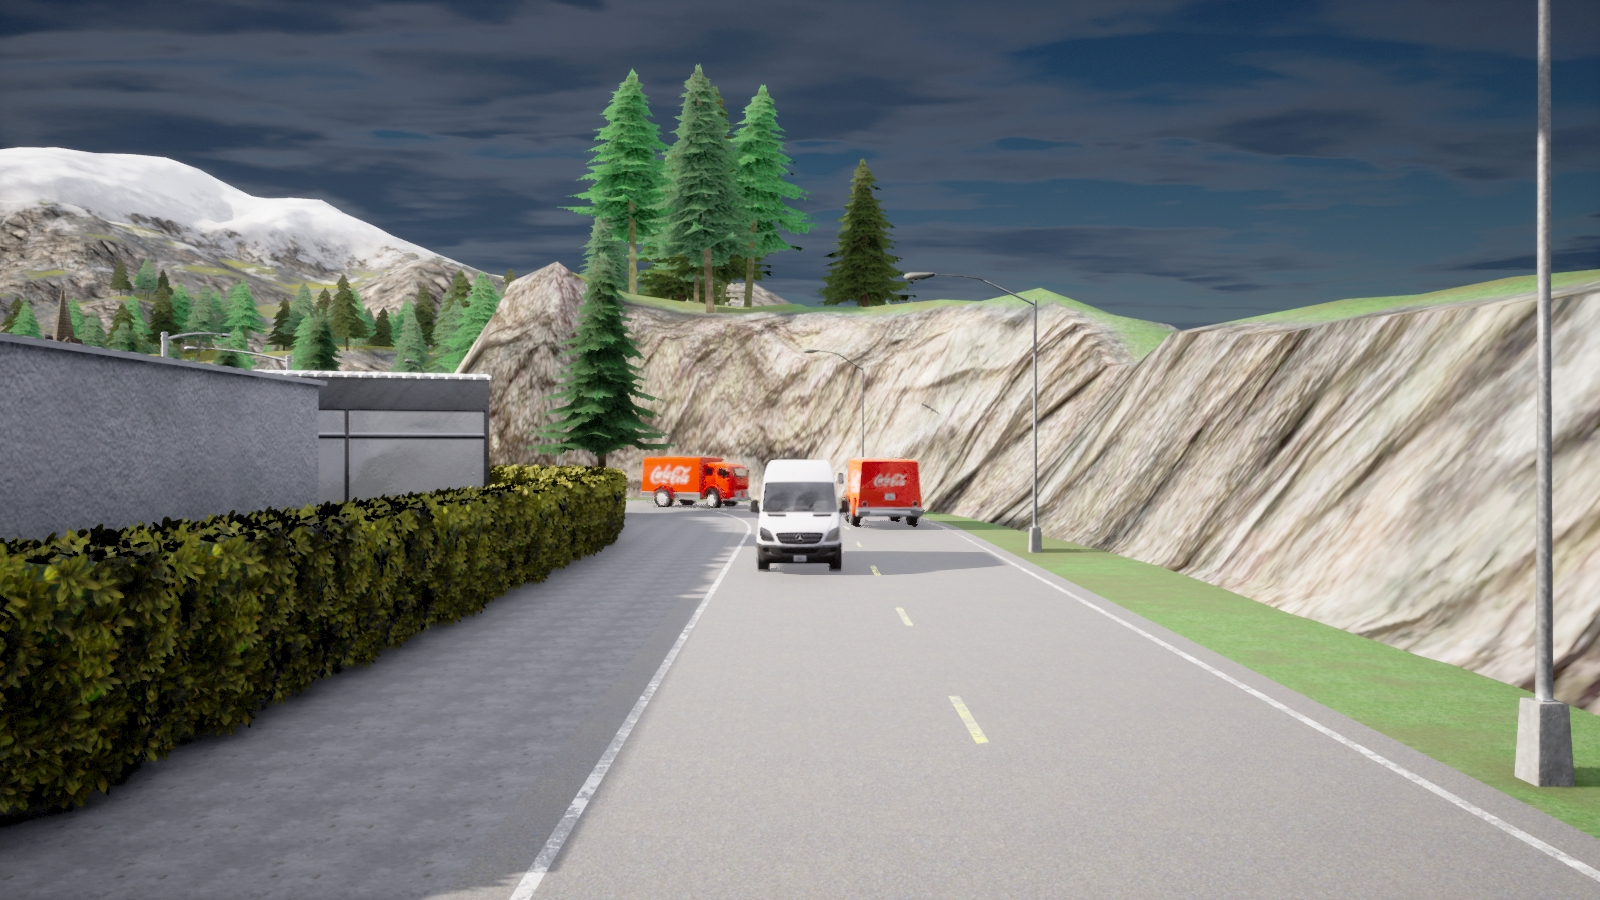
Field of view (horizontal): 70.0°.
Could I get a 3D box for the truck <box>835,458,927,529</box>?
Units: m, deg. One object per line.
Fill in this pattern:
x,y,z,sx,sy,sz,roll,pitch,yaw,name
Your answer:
2.974,1.565,43.403,2.627,2.467,5.204,0,0,-6,truck

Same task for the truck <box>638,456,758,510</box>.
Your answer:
-5.001,1.562,55.852,5.204,2.467,2.627,0,-1,28,truck

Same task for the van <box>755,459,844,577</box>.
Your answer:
-0.024,1.531,28.343,1.988,2.561,5.915,0,0,0,van
